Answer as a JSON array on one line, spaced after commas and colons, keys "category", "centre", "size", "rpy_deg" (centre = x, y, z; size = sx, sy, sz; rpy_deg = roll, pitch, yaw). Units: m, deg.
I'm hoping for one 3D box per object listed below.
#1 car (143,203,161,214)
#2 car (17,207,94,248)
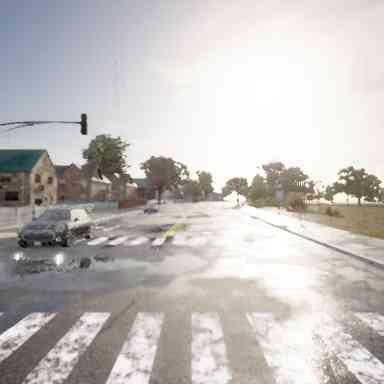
[{"category": "car", "centre": [-5.354, 2.182, 45.109], "size": [1.812, 1.442, 4.674], "rpy_deg": [0, -1, 3]}, {"category": "car", "centre": [-6.345, 1.565, 15.972], "size": [2.097, 1.767, 4.553], "rpy_deg": [0, -1, 1]}]
